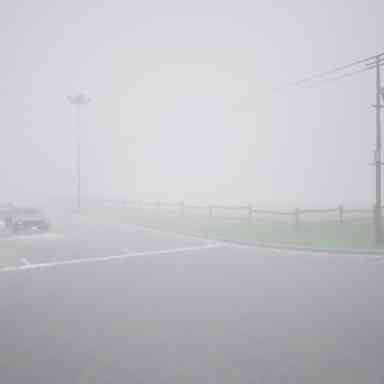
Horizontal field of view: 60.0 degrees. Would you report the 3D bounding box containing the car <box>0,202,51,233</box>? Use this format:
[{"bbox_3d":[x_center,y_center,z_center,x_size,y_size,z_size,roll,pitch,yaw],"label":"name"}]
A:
[{"bbox_3d":[-9.969,1.546,19.915,2.033,1.411,5.357,0,0,-36],"label":"car"}]

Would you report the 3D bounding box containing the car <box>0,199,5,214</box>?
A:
[{"bbox_3d":[-21.446,1.503,35.794,1.837,1.490,4.892,0,0,-36],"label":"car"}]
